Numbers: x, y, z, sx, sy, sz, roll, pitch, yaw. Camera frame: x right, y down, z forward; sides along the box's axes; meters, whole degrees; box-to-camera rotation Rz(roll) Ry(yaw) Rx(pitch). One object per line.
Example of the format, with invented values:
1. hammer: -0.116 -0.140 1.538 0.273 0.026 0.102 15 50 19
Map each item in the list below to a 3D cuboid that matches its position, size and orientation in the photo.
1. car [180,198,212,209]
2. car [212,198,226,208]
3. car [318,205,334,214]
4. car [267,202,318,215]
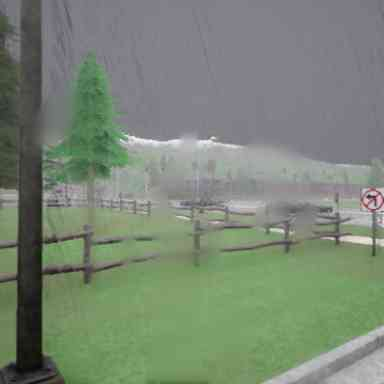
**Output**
1. car: 0.329 1.738 48.322 1.895 1.301 4.718 0 0 -35
2. car: 3.175 1.651 50.359 2.128 1.511 4.902 0 0 -35
3. car: 12.957 1.746 36.274 1.895 1.301 4.718 0 0 -35
4. car: 10.109 1.730 34.240 1.895 1.301 4.718 0 0 -35
